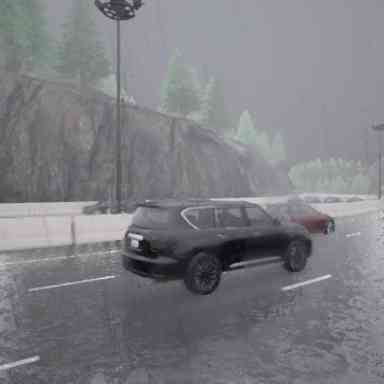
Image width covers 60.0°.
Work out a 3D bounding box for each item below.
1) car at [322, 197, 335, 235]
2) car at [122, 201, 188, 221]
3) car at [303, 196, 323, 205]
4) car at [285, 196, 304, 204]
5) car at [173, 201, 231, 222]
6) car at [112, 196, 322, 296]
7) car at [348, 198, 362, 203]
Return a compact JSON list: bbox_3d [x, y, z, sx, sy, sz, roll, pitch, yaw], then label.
[{"bbox_3d":[5.393,1.346,17.081,4.553,1.767,2.097,0,0,-40],"label":"car"},{"bbox_3d":[-3.053,1.564,28.469,5.357,1.411,2.033,0,0,-40],"label":"car"},{"bbox_3d":[22.318,1.463,61.215,2.128,1.511,4.902,0,0,36],"label":"car"},{"bbox_3d":[19.550,1.473,63.321,1.837,1.490,4.892,0,0,36],"label":"car"},{"bbox_3d":[0.906,1.512,27.304,4.892,1.490,1.837,0,0,-42],"label":"car"},{"bbox_3d":[0.881,1.223,8.928,5.566,2.045,2.150,0,0,-37],"label":"car"},{"bbox_3d":[28.495,1.514,57.794,1.994,1.385,4.181,0,0,36],"label":"car"}]
